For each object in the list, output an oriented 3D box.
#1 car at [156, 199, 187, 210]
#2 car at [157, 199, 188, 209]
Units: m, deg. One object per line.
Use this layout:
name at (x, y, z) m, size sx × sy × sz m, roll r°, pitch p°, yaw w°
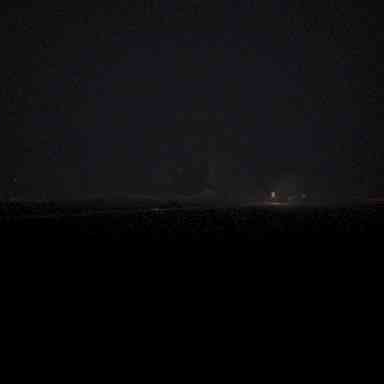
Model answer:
car at (-3.194, 1.797, 47.757) m, size 1.812 × 1.442 × 4.674 m, roll -1°, pitch -1°, yaw 35°
car at (-3.002, 1.885, 52.962) m, size 2.033 × 1.411 × 5.357 m, roll -1°, pitch -1°, yaw 35°
